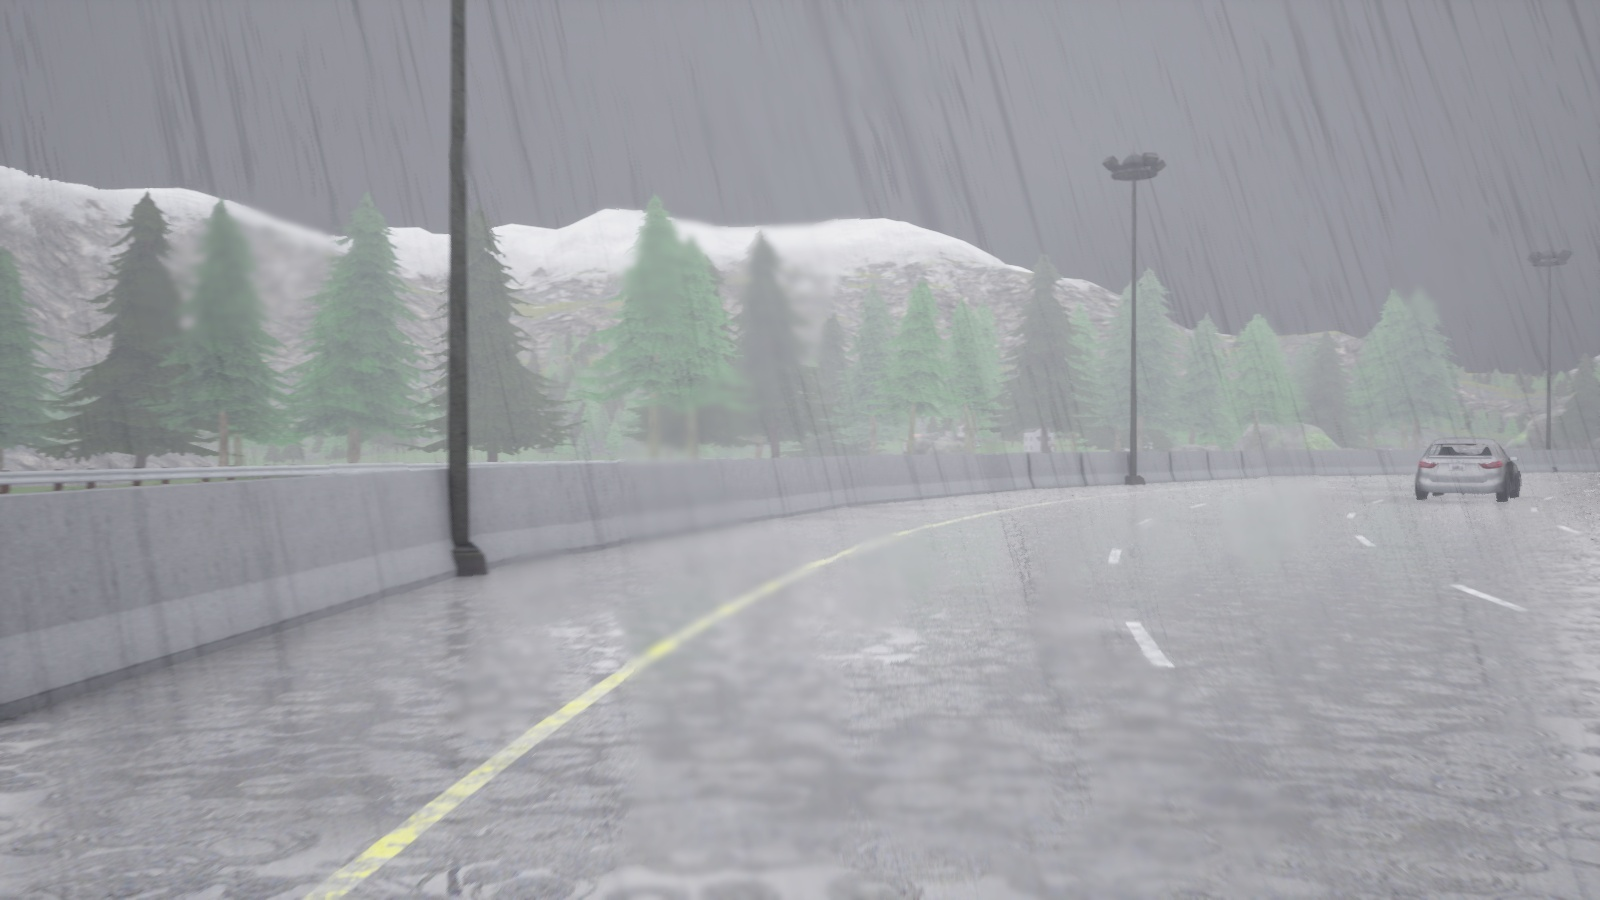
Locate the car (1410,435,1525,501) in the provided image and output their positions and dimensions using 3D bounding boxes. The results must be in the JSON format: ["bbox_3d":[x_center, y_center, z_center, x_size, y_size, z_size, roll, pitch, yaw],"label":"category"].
[{"bbox_3d":[18.204,0.453,34.149,2.242,1.667,4.611,0,0,34],"label":"car"}]
